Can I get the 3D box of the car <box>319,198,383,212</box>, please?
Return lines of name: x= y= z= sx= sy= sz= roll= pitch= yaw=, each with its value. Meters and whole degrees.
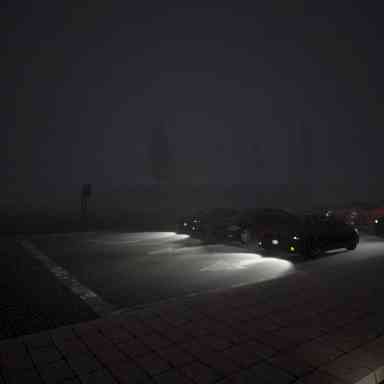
car: x=10.533 y=1.352 z=21.241 sx=4.553 sy=1.767 sz=2.097 roll=0 pitch=0 yaw=-35

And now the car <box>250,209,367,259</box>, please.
car: x=4.520 y=1.564 z=12.721 sx=4.181 sy=1.385 sz=1.994 roll=0 pitch=0 yaw=-35

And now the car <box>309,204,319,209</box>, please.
car: x=9.198 y=1.564 z=24.567 sx=4.181 sy=1.385 sz=1.994 roll=0 pitch=0 yaw=-36

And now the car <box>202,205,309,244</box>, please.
car: x=3.147 y=1.477 z=16.034 sx=5.008 sy=1.535 sz=1.882 roll=0 pitch=0 yaw=-35

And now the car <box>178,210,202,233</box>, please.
car: x=1.266 y=1.564 z=18.989 sx=4.181 sy=1.385 sz=1.994 roll=0 pitch=0 yaw=-35

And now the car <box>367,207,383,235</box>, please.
car: x=11.673 y=1.601 z=17.768 sx=4.718 sy=1.301 sz=1.895 roll=0 pitch=0 yaw=-35
